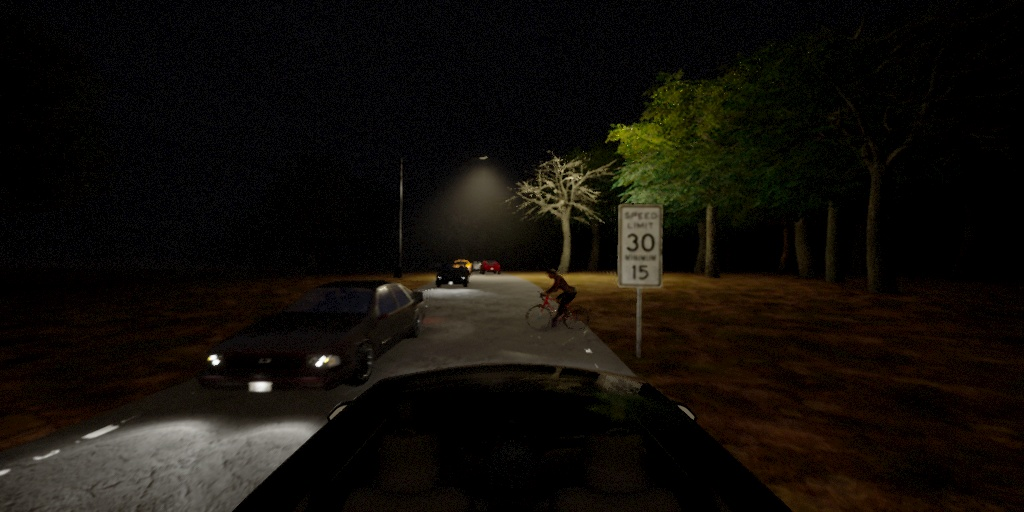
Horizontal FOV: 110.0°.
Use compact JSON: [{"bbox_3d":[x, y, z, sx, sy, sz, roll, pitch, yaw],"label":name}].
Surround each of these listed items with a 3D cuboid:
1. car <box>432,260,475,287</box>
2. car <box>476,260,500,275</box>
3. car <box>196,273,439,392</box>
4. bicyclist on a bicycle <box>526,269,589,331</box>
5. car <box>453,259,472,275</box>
[{"bbox_3d":[-3.617,1.121,22.669,2.033,1.411,5.357,1,0,-5],"label":"car"},{"bbox_3d":[-2.481,1.204,39.162,1.882,1.535,5.008,1,-1,-10],"label":"car"},{"bbox_3d":[-3.108,1.218,7.111,2.033,1.411,5.357,1,0,0],"label":"car"},{"bbox_3d":[1.193,1.161,9.372,1.656,1.620,0.582,1,0,0],"label":"bicyclist on a bicycle"},{"bbox_3d":[-5.332,1.160,38.082,1.882,1.535,5.008,1,-1,-10],"label":"car"}]
